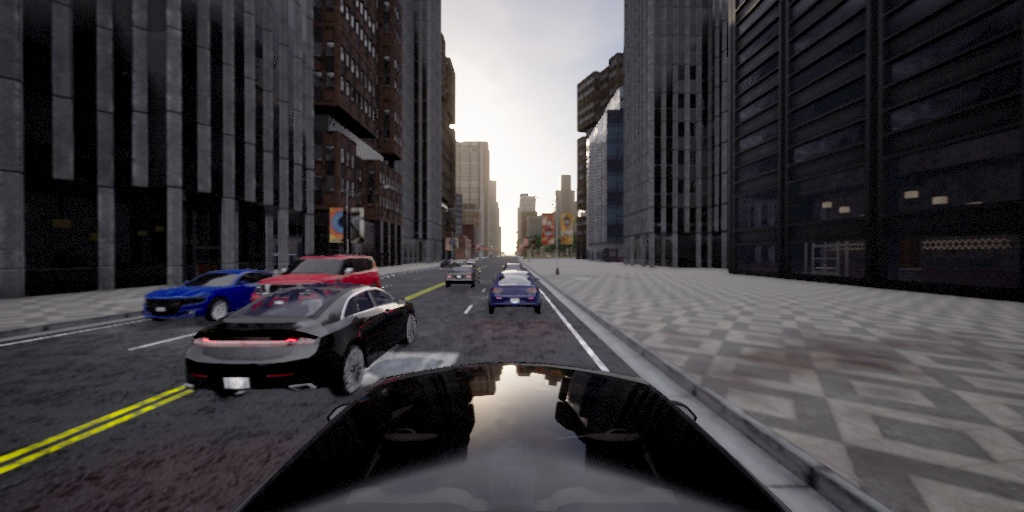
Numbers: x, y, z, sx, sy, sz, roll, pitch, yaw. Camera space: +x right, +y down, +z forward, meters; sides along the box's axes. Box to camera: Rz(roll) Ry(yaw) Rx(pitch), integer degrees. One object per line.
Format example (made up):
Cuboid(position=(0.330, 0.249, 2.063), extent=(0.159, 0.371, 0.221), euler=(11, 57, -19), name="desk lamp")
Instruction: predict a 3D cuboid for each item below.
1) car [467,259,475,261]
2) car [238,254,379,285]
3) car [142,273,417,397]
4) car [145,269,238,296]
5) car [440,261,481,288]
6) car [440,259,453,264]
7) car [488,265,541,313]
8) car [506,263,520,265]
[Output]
Cuboid(position=(-6.548, 1.191, 55.935), extent=(1.994, 1.385, 4.181), euler=(0, 0, 1), name="car")
Cuboid(position=(-6.599, 0.961, 12.933), extent=(2.150, 2.045, 5.566), euler=(0, 0, 0), name="car")
Cuboid(position=(-3.153, 1.238, 6.535), extent=(2.128, 1.511, 4.902), euler=(0, 0, 0), name="car")
Cuboid(position=(-9.849, 1.217, 12.548), extent=(1.882, 1.535, 5.008), euler=(0, 0, 0), name="car")
Cuboid(position=(-3.147, 1.267, 23.733), extent=(2.033, 1.411, 5.357), euler=(0, 0, 0), name="car")
Cuboid(position=(-9.793, 1.176, 55.483), extent=(2.033, 1.411, 5.357), euler=(0, 0, 1), name="car")
Cuboid(position=(0.086, 1.264, 13.821), extent=(1.812, 1.442, 4.674), euler=(0, 0, 0), name="car")
Cuboid(position=(0.103, 1.269, 29.610), extent=(1.994, 1.385, 4.181), euler=(0, 0, 0), name="car")
